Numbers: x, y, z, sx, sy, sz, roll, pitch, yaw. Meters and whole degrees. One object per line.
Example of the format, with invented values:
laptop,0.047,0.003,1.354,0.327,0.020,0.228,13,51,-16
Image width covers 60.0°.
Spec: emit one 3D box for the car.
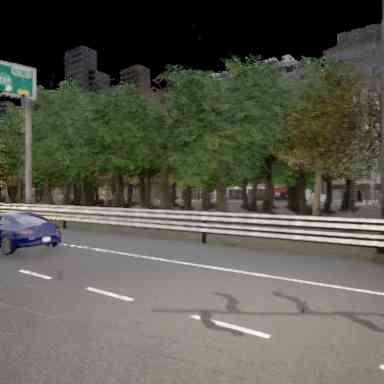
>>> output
car,-7.073,1.529,13.222,4.674,1.442,1.812,0,0,36
